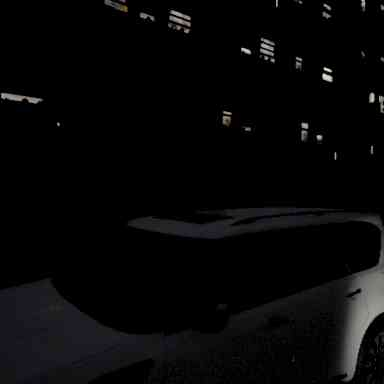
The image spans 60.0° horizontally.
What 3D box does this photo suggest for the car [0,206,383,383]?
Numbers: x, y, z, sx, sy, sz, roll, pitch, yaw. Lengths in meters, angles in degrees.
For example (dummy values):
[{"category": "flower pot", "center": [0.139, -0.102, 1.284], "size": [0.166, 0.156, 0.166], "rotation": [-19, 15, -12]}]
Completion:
[{"category": "car", "center": [0.141, 1.221, 3.473], "size": [5.566, 2.045, 2.150], "rotation": [0, 0, -35]}]
